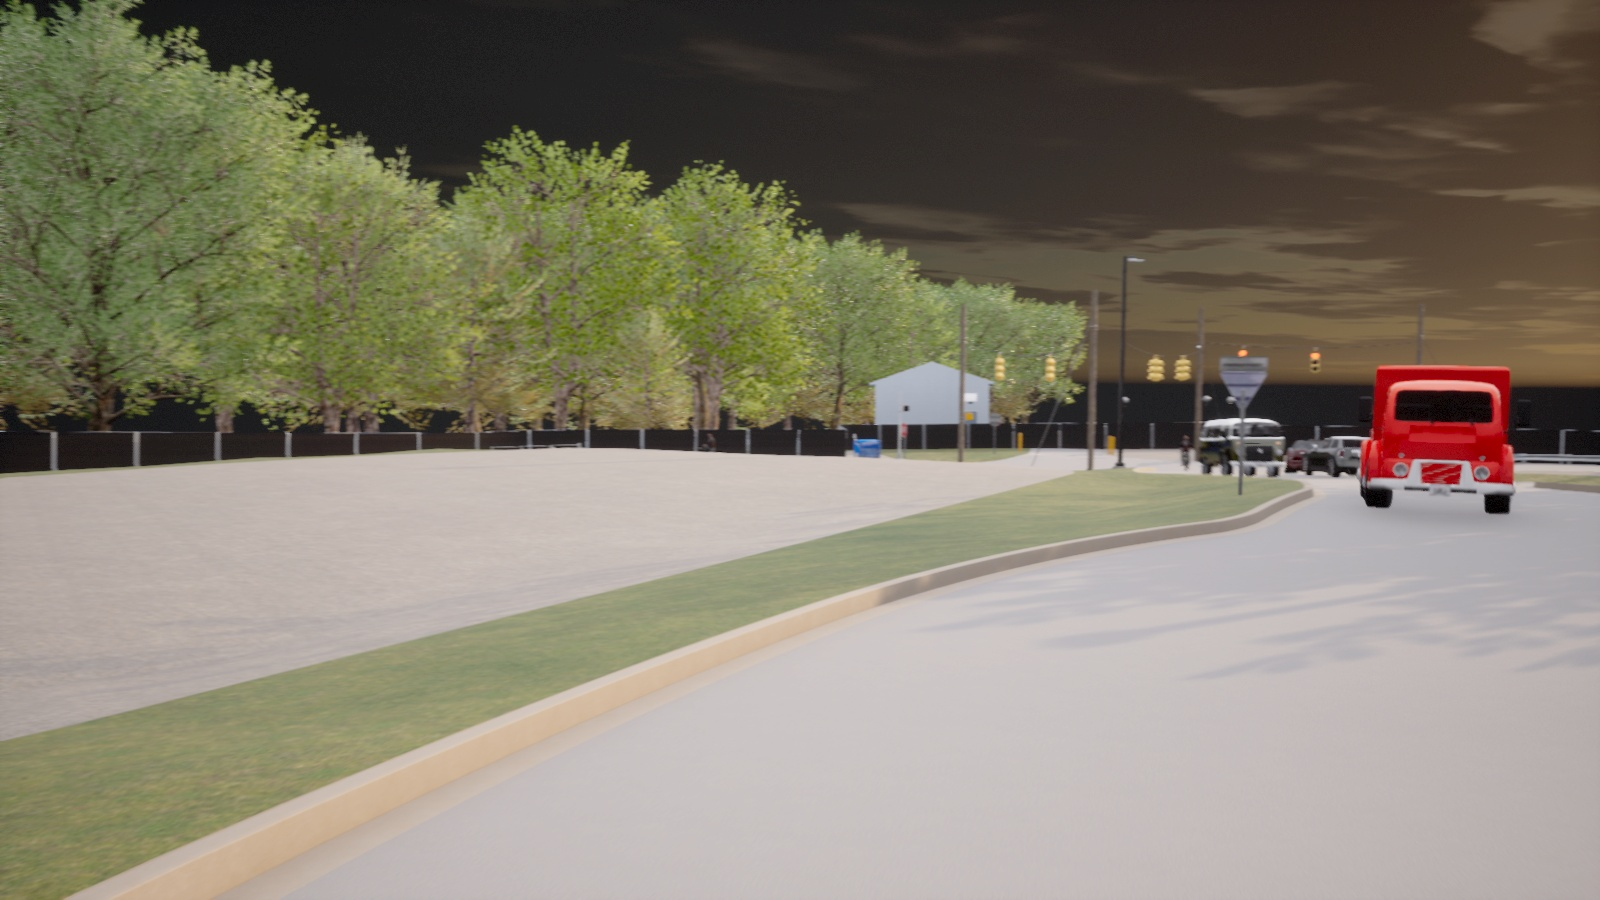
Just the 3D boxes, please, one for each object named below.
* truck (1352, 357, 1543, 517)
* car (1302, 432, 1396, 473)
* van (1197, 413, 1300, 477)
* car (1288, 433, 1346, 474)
[{"bbox_3d":[11.388,-0.320,22.317,2.627,2.467,5.204,2,3,26],"label":"truck"},{"bbox_3d":[20.282,0.068,46.599,1.970,1.475,3.806,0,1,3],"label":"car"},{"bbox_3d":[14.969,-0.147,42.178,2.069,2.038,4.480,0,-1,3],"label":"van"},{"bbox_3d":[23.717,0.151,57.509,2.097,1.767,4.553,2,0,26],"label":"car"}]
